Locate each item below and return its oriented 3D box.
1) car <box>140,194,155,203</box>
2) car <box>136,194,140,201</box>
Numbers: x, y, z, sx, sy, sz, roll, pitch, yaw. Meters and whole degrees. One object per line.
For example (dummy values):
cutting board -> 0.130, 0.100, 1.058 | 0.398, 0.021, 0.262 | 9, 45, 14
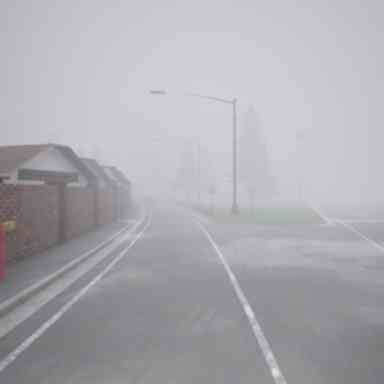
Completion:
car -> -8.314, 1.400, 63.837 | 1.837, 1.490, 4.892 | 0, 0, -16
car -> -11.188, 1.239, 73.546 | 1.812, 1.442, 4.674 | 0, 0, -19
